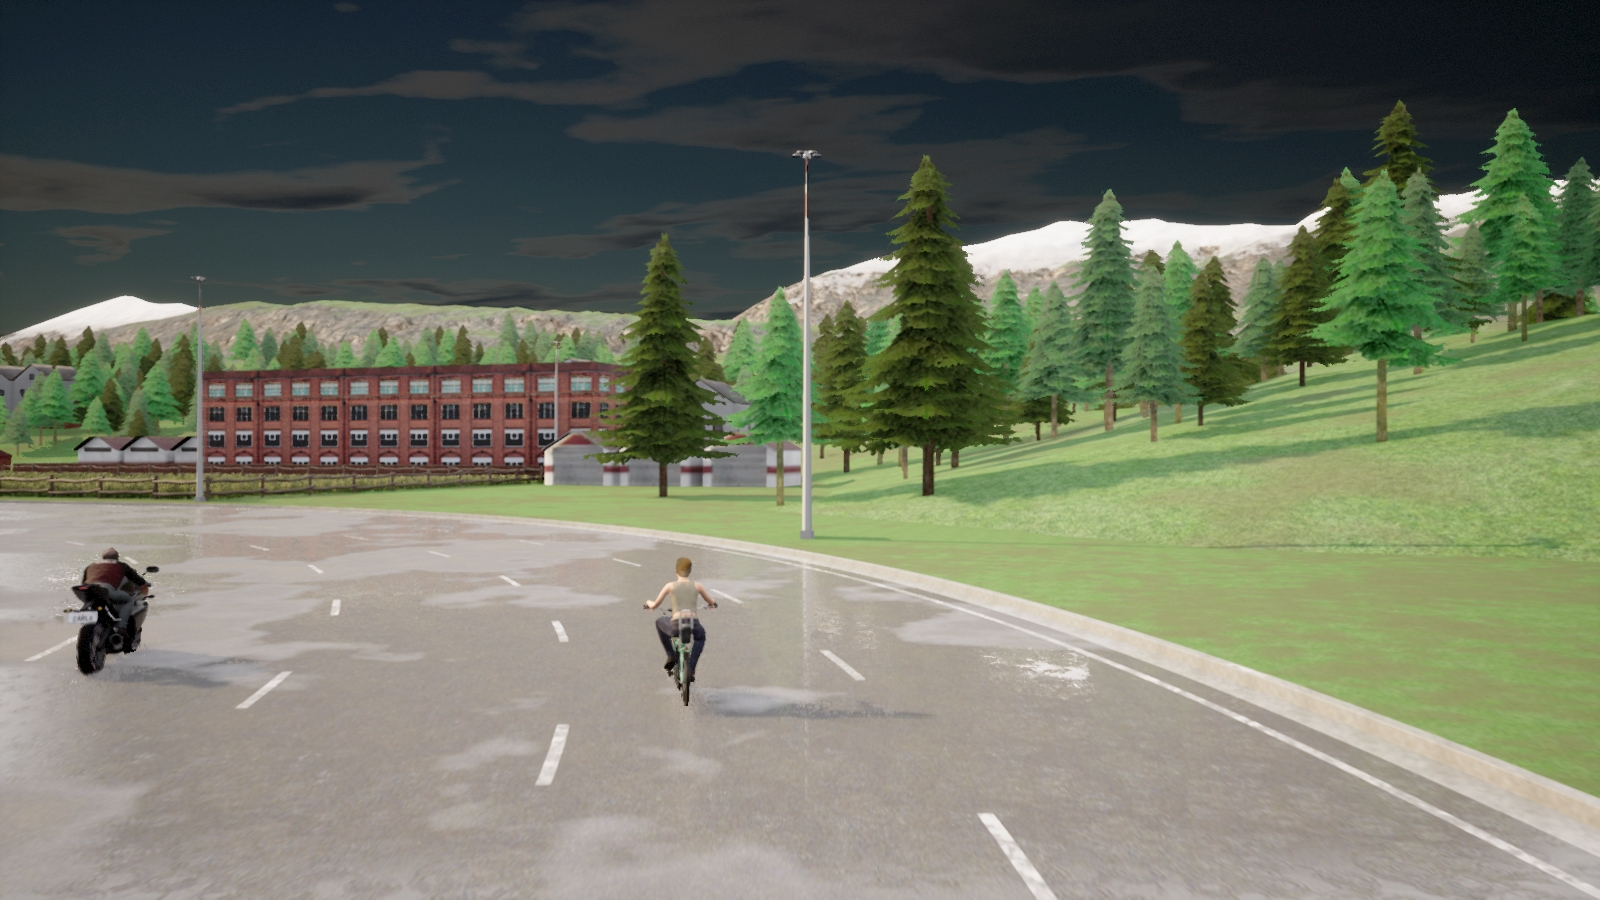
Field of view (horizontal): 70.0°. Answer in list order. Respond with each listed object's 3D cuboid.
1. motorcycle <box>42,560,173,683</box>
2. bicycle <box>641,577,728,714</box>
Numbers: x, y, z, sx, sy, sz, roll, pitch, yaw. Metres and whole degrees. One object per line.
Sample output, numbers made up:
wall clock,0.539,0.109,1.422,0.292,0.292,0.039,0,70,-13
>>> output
motorcycle,-9.121,2.213,15.157,0.867,1.251,2.209,-2,0,-15
bicycle,-1.331,2.164,12.934,0.859,1.276,1.487,0,0,-11
